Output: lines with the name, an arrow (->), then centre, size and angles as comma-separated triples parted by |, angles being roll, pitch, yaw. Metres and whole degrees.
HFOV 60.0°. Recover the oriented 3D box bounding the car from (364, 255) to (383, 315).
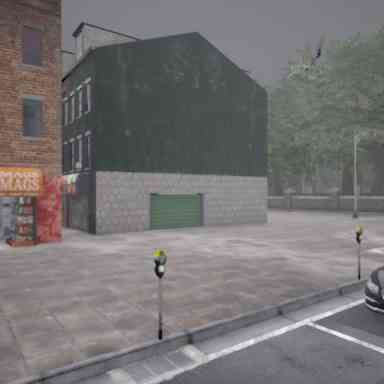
car -> 5.046, 1.547, 6.424 | 4.403, 1.369, 2.008 | 0, 0, -36
